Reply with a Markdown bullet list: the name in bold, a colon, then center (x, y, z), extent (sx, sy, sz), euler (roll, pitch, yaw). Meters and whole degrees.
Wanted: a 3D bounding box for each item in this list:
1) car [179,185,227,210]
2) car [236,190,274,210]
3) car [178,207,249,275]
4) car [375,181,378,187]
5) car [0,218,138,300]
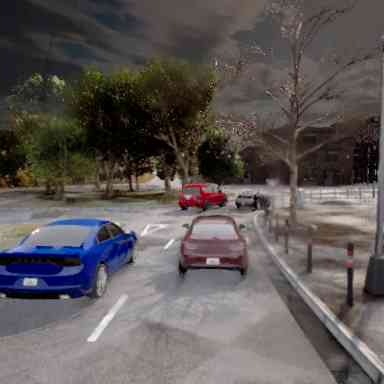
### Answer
- **car**: center (0.996, 0.402, 27.466), extent (2.150, 2.045, 5.566), euler (1, 4, 29)
- **car**: center (5.450, 0.620, 28.360), extent (2.128, 1.511, 4.902), euler (2, 4, 35)
- **car**: center (0.664, 1.420, 10.122), extent (1.812, 1.442, 4.674), euler (0, 1, 4)
- **car**: center (36.618, -1.815, 62.286), extent (2.185, 1.767, 4.553), euler (-1, 4, -14)
- **car**: center (-2.712, 1.395, 8.358), extent (1.882, 1.535, 5.008), euler (0, 1, 4)
